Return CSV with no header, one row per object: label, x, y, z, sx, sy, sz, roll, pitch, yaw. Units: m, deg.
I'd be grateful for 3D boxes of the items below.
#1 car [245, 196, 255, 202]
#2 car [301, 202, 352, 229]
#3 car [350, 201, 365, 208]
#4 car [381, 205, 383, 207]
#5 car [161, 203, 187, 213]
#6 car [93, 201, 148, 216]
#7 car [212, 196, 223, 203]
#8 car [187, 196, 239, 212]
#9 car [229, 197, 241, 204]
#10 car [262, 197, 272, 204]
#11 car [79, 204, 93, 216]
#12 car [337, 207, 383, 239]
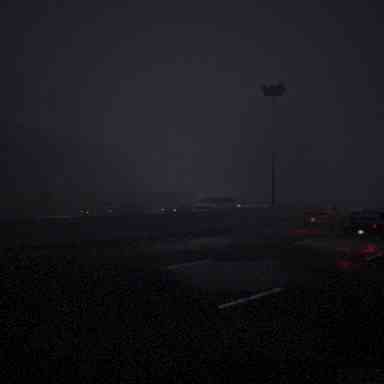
car,12.539,1.630,71.942,1.837,1.490,4.892,0,0,3
car,9.199,1.607,22.959,1.882,1.535,5.008,0,0,39
car,17.932,1.737,36.632,1.812,1.442,4.674,0,0,27
car,20.599,1.729,34.165,1.812,1.442,4.674,0,0,28
car,-0.902,1.764,32.913,1.895,1.301,4.718,0,0,37
car,-6.478,1.625,31.645,1.882,1.535,5.008,0,0,40
car,5.549,1.527,72.948,2.033,1.411,5.357,0,0,-1
car,2.258,1.381,31.324,2.150,2.045,5.566,0,0,36
car,9.010,1.762,70.716,2.128,1.511,4.902,0,0,3
car,16.010,1.781,70.677,1.994,1.385,4.181,0,0,3
car,-9.093,1.660,33.963,1.837,1.490,4.892,0,0,40
car,9.871,1.708,18.226,1.895,1.301,4.718,0,0,41
